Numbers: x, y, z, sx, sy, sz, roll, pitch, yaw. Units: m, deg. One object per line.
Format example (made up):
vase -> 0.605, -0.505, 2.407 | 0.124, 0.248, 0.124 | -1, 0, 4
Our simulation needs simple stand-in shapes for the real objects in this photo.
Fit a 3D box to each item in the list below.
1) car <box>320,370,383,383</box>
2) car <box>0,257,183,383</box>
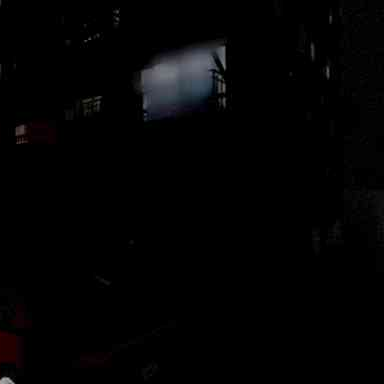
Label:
car -> 2.382, 1.557, 1.181 | 4.313, 1.339, 1.947 | 0, 0, 35
car -> -2.211, 1.572, 4.447 | 4.507, 1.381, 1.887 | 0, 0, 35
